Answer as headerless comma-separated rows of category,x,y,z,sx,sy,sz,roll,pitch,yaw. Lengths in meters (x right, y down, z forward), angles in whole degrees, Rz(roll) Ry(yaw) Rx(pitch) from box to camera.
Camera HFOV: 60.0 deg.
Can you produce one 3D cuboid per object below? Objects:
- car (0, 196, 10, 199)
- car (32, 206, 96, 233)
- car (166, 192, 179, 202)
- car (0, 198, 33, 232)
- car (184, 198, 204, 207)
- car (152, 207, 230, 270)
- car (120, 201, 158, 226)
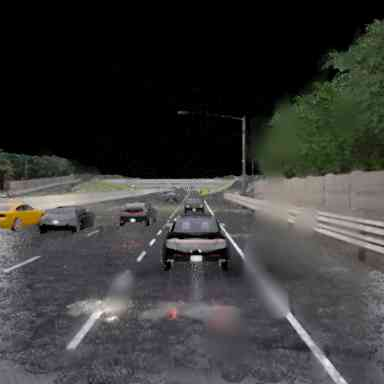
car,-20.943,1.128,35.129,2.128,1.511,4.902,0,1,1
car,-6.853,1.455,18.725,1.994,1.385,4.181,0,1,0
car,-3.176,0.822,54.290,1.837,1.490,4.892,0,1,1
car,-10.350,1.361,19.365,1.882,1.535,5.008,0,1,0
car,0.223,1.282,32.331,1.895,1.301,4.718,0,1,0
car,0.119,1.458,10.861,2.128,1.511,4.902,0,0,0
car,-3.441,1.359,21.815,1.837,1.490,4.892,0,1,0
